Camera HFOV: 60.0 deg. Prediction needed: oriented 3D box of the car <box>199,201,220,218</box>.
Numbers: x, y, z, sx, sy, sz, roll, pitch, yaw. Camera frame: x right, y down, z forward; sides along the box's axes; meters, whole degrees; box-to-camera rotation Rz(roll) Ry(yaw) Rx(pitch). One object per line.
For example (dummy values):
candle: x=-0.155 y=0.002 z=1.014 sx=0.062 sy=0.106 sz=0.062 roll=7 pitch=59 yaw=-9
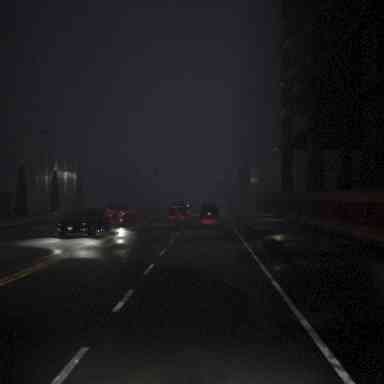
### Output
car: x=1.739 y=1.820 z=33.496 sx=1.837 sy=1.490 sz=4.892 roll=0 pitch=-1 yaw=3

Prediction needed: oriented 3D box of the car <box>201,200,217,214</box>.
car: x=2.213 y=1.882 z=42.943 sx=1.882 sy=1.535 sz=5.008 roll=0 pitch=-1 yaw=5

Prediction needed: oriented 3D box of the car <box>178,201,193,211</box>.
car: x=-0.969 y=2.060 z=49.216 sx=1.895 sy=1.301 sz=4.718 roll=0 pitch=-1 yaw=3

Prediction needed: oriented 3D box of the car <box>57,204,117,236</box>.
car: x=-6.172 y=1.684 z=19.594 sx=1.837 sy=1.490 sz=4.892 roll=0 pitch=-1 yaw=3

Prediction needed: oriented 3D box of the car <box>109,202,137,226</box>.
car: x=-5.758 y=1.599 z=25.880 sx=2.097 sy=1.767 sz=4.553 roll=0 pitch=-1 yaw=3

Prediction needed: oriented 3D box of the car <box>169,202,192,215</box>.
car: x=-1.517 y=1.849 z=38.380 sx=2.128 sy=1.511 sz=4.902 roll=0 pitch=-1 yaw=3
